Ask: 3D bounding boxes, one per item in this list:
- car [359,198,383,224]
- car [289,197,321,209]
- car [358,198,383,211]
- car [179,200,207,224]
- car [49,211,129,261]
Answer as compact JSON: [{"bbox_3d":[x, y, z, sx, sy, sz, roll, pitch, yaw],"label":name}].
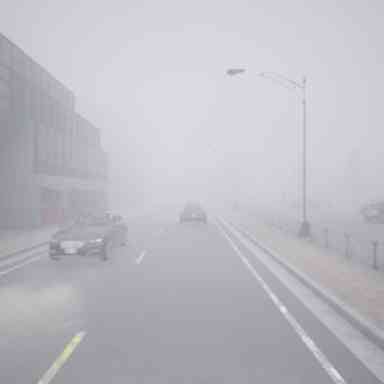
[{"bbox_3d":[13.735,1.107,22.147,4.605,1.855,1.932,0,0,0],"label":"car"},{"bbox_3d":[13.857,1.384,40.730,3.633,1.501,1.845,0,0,0],"label":"car"},{"bbox_3d":[21.280,1.391,37.757,3.806,1.475,1.970,0,0,0],"label":"car"},{"bbox_3d":[0.085,1.564,24.712,1.994,1.385,4.181,0,0,0],"label":"car"},{"bbox_3d":[-3.600,1.494,12.362,2.128,1.511,4.902,0,0,0],"label":"car"}]
